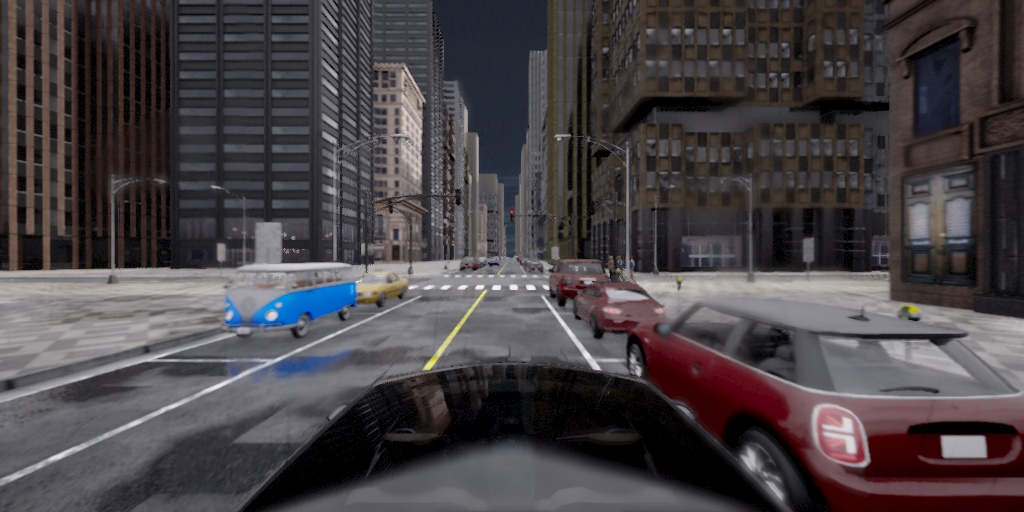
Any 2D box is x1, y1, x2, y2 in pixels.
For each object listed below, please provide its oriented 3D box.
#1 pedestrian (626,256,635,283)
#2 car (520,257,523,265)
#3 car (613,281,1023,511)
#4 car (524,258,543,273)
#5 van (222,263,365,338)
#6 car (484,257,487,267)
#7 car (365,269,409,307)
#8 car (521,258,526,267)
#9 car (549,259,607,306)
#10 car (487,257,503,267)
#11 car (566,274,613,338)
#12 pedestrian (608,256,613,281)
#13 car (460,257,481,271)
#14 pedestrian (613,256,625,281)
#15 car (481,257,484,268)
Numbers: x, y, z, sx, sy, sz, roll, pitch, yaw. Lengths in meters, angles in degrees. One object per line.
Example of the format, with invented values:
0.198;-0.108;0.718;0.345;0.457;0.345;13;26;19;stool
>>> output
7.037;0.872;21.123;0.375;1.860;0.375;0;0;0;pedestrian
2.765;1.254;59.382;1.888;1.381;4.507;0;0;0;car
2.762;1.188;4.132;1.967;1.591;4.097;0;0;0;car
2.764;1.269;42.460;2.007;1.370;4.403;0;0;0;car
-5.762;1.084;9.800;1.690;1.789;3.998;0;0;0;van
-5.760;1.275;59.374;1.948;1.339;4.313;0;0;0;car
-5.762;1.264;15.307;1.751;1.417;4.829;0;0;0;car
2.765;1.262;53.741;2.007;1.370;4.403;0;0;0;car
2.763;1.052;15.487;2.192;1.841;5.009;0;0;0;car
-3.020;1.308;62.968;1.895;1.301;4.718;0;0;1;car
2.763;1.325;9.809;1.802;1.307;4.207;0;0;0;car
6.136;0.875;22.331;0.375;1.860;0.375;0;0;0;pedestrian
-5.760;1.030;48.092;2.192;1.841;5.009;0;0;0;car
6.536;0.873;21.731;0.375;1.860;0.375;0;0;0;pedestrian
-5.760;1.152;53.733;1.967;1.591;4.097;0;0;0;car
